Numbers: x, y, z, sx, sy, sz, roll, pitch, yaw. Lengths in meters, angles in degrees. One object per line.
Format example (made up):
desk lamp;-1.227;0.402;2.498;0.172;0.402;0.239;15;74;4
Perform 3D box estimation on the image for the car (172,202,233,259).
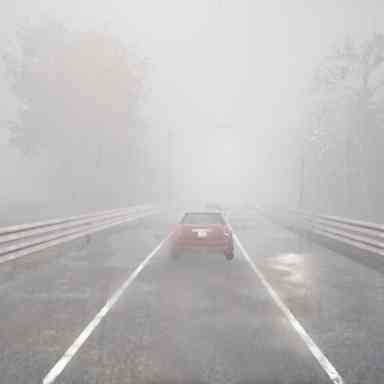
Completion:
car;0.435;1.442;13.160;2.097;1.767;4.553;0;0;2
